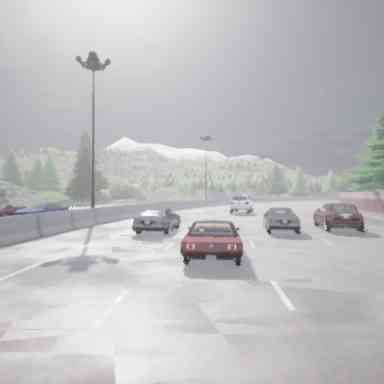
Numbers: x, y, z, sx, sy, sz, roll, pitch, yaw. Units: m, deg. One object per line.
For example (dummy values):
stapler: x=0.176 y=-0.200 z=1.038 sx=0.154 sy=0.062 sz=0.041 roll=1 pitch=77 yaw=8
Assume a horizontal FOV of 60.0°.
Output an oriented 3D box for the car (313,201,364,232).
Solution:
car: x=9.045 y=1.441 z=20.883 sx=2.097 sy=1.767 sz=4.553 roll=0 pitch=0 yaw=9

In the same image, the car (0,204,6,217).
car: x=-14.951 y=1.627 z=27.076 sx=1.895 sy=1.301 sz=4.718 roll=0 pitch=0 yaw=11

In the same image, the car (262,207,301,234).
car: x=5.295 y=1.621 z=20.014 sx=2.033 sy=1.411 sz=5.357 roll=0 pitch=0 yaw=9

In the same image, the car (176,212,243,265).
car: x=0.770 y=1.637 z=11.918 sx=1.895 sy=1.301 sz=4.718 roll=0 pitch=0 yaw=5

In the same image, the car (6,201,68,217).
car: x=-11.598 y=1.511 z=25.872 sx=1.882 sy=1.535 sz=5.008 roll=0 pitch=0 yaw=11

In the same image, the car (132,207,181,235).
car: x=-1.894 y=1.595 z=19.232 sx=2.033 sy=1.411 sz=5.357 roll=0 pitch=0 yaw=8

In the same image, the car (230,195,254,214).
car: x=5.712 y=1.346 z=37.702 sx=2.150 sy=2.045 sz=5.566 roll=0 pitch=0 yaw=16
